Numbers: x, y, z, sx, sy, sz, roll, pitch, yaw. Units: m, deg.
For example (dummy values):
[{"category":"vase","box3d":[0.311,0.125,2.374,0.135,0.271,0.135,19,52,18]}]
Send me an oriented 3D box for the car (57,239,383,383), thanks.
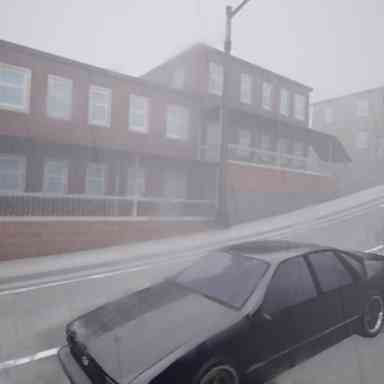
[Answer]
[{"category":"car","box3d":[1.045,1.470,4.758,5.357,1.411,2.033,-2,1,-36]}]
